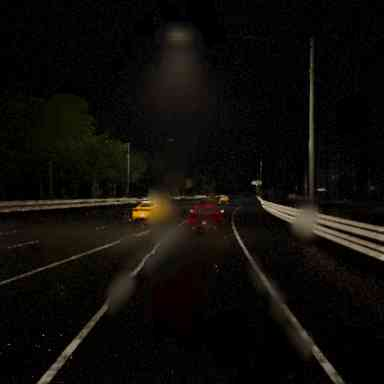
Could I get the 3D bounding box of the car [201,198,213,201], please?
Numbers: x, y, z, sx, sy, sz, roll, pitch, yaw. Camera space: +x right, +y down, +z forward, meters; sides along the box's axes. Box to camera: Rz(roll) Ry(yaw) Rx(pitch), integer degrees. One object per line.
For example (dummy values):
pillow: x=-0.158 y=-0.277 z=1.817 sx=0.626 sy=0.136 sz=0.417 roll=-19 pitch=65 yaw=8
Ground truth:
car: x=2.566 y=1.666 z=55.022 sx=1.882 sy=1.535 sz=5.008 roll=1 pitch=0 yaw=11

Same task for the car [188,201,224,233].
car: x=0.903 y=1.527 z=20.189 sx=1.882 sy=1.535 sz=5.008 roll=0 pitch=0 yaw=5

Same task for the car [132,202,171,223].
car: x=-3.020 y=1.512 z=25.901 sx=1.882 sy=1.535 sz=5.008 roll=0 pitch=0 yaw=11

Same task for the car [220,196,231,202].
car: x=8.172 y=1.827 z=84.535 sx=1.882 sy=1.535 sz=5.008 roll=1 pitch=0 yaw=11
